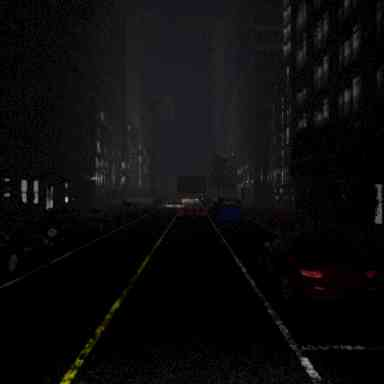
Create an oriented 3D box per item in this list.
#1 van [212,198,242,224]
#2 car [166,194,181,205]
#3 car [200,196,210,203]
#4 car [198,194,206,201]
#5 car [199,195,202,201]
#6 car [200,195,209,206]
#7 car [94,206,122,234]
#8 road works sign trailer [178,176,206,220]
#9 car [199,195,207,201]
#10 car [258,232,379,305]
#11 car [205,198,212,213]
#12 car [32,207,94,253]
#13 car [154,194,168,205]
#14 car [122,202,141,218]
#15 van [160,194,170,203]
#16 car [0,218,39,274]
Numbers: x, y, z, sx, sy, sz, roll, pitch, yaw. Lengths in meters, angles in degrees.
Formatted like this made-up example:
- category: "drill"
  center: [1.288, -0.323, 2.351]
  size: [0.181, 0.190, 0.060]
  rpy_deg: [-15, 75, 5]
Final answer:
- category: "van"
  center: [2.694, 1.354, 24.906]
  size: [1.690, 1.788, 3.998]
  rpy_deg: [0, 0, 0]
- category: "car"
  center: [-3.048, 1.545, 57.779]
  size: [1.812, 1.442, 4.674]
  rpy_deg: [0, 0, 1]
- category: "car"
  center: [2.702, 1.563, 70.445]
  size: [2.008, 1.369, 4.403]
  rpy_deg: [0, 0, 0]
- category: "car"
  center: [2.705, 1.431, 87.522]
  size: [1.967, 1.590, 4.097]
  rpy_deg: [0, 0, 0]
- category: "car"
  center: [2.701, 1.568, 64.752]
  size: [2.008, 1.369, 4.403]
  rpy_deg: [0, 0, 0]
- category: "car"
  center: [2.699, 1.602, 53.367]
  size: [1.802, 1.307, 4.206]
  rpy_deg: [0, 0, 0]
- category: "car"
  center: [-5.688, 1.562, 19.217]
  size: [2.008, 1.369, 4.403]
  rpy_deg: [0, 0, 0]
- category: "road works sign trailer"
  center: [0.004, 0.478, 27.925]
  size: [2.380, 3.560, 2.880]
  rpy_deg: [0, 0, 0]
- category: "car"
  center: [2.704, 1.438, 81.830]
  size: [1.967, 1.590, 4.097]
  rpy_deg: [0, 0, 0]
- category: "car"
  center: [2.691, 1.590, 7.829]
  size: [1.802, 1.307, 4.206]
  rpy_deg: [0, 0, 0]
- category: "car"
  center: [2.696, 1.598, 36.290]
  size: [1.802, 1.307, 4.206]
  rpy_deg: [0, 0, 0]
- category: "car"
  center: [-5.689, 1.450, 13.525]
  size: [1.967, 1.590, 4.097]
  rpy_deg: [0, 0, 0]
- category: "car"
  center: [-5.681, 1.570, 59.065]
  size: [2.008, 1.369, 4.403]
  rpy_deg: [0, 0, 0]
- category: "car"
  center: [-5.686, 1.596, 30.602]
  size: [1.802, 1.307, 4.206]
  rpy_deg: [0, 0, 0]
- category: "van"
  center: [-5.678, 1.353, 70.450]
  size: [1.690, 1.788, 3.998]
  rpy_deg: [0, 0, 0]
- category: "car"
  center: [-5.690, 1.558, 7.832]
  size: [2.008, 1.369, 4.403]
  rpy_deg: [0, 0, 0]
